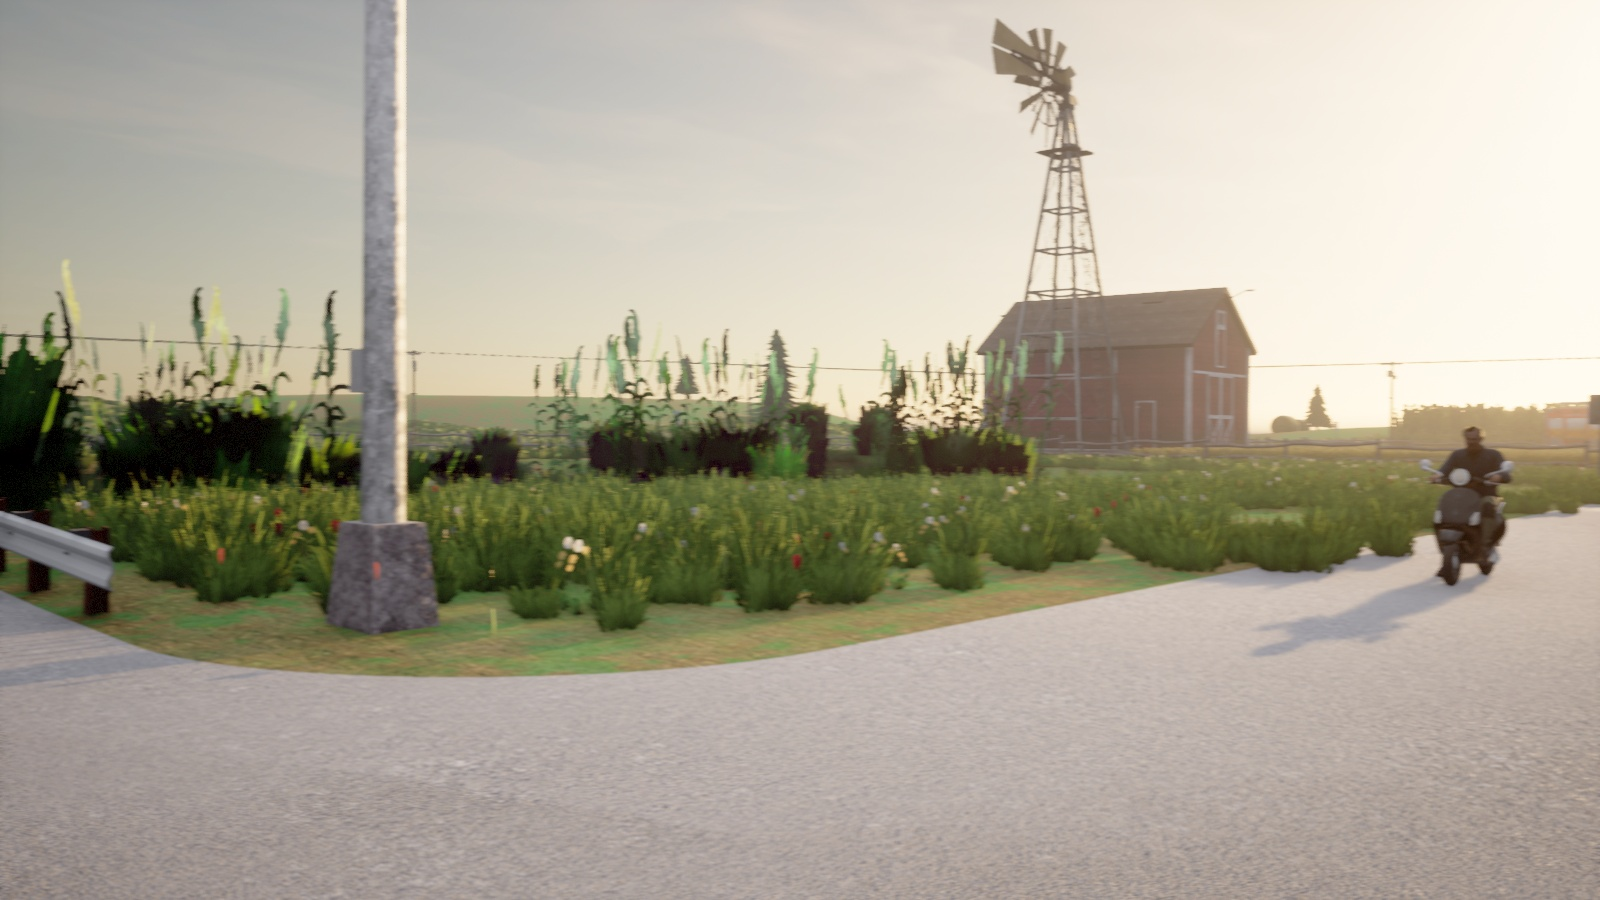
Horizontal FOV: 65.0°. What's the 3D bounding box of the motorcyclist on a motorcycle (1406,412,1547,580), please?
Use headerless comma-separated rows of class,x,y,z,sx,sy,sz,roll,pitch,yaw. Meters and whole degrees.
motorcyclist on a motorcycle,6.949,0.421,12.853,0.866,1.590,1.817,0,1,42

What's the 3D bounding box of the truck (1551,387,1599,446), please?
truck,53.632,-2.188,81.007,8.468,3.827,2.891,0,1,42

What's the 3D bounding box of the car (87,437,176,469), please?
car,-33.883,0.120,63.672,3.633,1.501,1.845,-2,1,-42
